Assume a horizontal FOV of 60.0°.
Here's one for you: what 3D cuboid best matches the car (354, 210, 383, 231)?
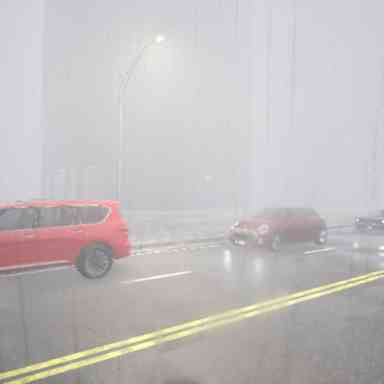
[{"bbox_3d":[11.817,1.719,20.063,4.718,1.301,1.895,0,0,-36],"label":"car"}]

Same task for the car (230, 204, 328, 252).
[{"bbox_3d":[3.787,1.416,14.346,4.553,1.767,2.097,0,0,-35],"label":"car"}]

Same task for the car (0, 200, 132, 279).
[{"bbox_3d":[-4.317,1.231,8.589,5.566,2.045,2.150,0,0,-35],"label":"car"}]
